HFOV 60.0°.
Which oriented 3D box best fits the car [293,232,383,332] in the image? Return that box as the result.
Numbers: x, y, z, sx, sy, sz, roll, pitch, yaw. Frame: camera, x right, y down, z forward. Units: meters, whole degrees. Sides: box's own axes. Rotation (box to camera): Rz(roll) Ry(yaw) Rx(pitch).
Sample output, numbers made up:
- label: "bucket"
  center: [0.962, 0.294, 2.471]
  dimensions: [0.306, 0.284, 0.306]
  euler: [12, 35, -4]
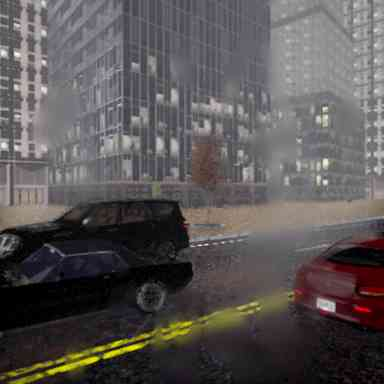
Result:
- label: "car"
  center: [3.841, 1.510, 6.334]
  dimensions: [4.674, 1.442, 1.812]
  euler: [0, 0, -37]

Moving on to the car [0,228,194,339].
- label: "car"
  center: [-2.374, 1.604, 6.022]
  dimensions: [4.718, 1.301, 1.895]
  euler: [0, 0, -36]

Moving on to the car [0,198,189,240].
- label: "car"
  center: [-2.643, 1.223, 9.847]
  dimensions: [5.566, 2.045, 2.150]
  euler: [0, 0, -36]
